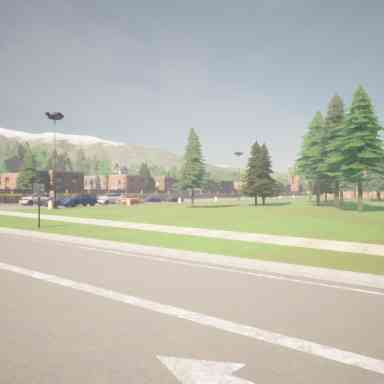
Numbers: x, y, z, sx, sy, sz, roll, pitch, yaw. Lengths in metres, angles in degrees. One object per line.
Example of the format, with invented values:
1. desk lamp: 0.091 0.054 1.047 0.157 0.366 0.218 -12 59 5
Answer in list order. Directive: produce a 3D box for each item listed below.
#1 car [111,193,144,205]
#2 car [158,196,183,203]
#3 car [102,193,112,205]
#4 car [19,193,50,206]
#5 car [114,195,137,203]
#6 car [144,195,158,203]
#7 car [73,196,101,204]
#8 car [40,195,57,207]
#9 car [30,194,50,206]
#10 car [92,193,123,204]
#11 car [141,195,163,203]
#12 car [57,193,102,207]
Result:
1. car: -11.350 1.352 58.861 2.097 1.767 4.553 0 0 35
2. car: -3.969 1.538 69.281 2.033 1.411 5.357 0 0 35
3. car: -14.667 1.218 60.212 2.150 2.045 5.566 0 0 35
4. car: -26.048 1.221 56.152 2.150 2.045 5.566 0 0 36
5. car: -14.397 1.477 72.688 1.882 1.535 5.008 0 0 35
6. car: -8.440 1.525 68.993 1.812 1.442 4.674 0 0 35
7. car: -20.209 1.490 64.430 2.128 1.511 4.902 0 0 36
8. car: -20.562 1.547 51.808 2.033 1.411 5.357 0 0 35
9. car: -22.976 1.547 54.458 2.033 1.411 5.357 0 0 35
10. car: -16.216 1.224 64.057 2.150 2.045 5.566 0 0 35
11. car: -8.961 1.518 74.359 2.128 1.511 4.902 0 0 35
12. car: -17.053 1.221 50.720 2.150 2.045 5.566 0 0 35
